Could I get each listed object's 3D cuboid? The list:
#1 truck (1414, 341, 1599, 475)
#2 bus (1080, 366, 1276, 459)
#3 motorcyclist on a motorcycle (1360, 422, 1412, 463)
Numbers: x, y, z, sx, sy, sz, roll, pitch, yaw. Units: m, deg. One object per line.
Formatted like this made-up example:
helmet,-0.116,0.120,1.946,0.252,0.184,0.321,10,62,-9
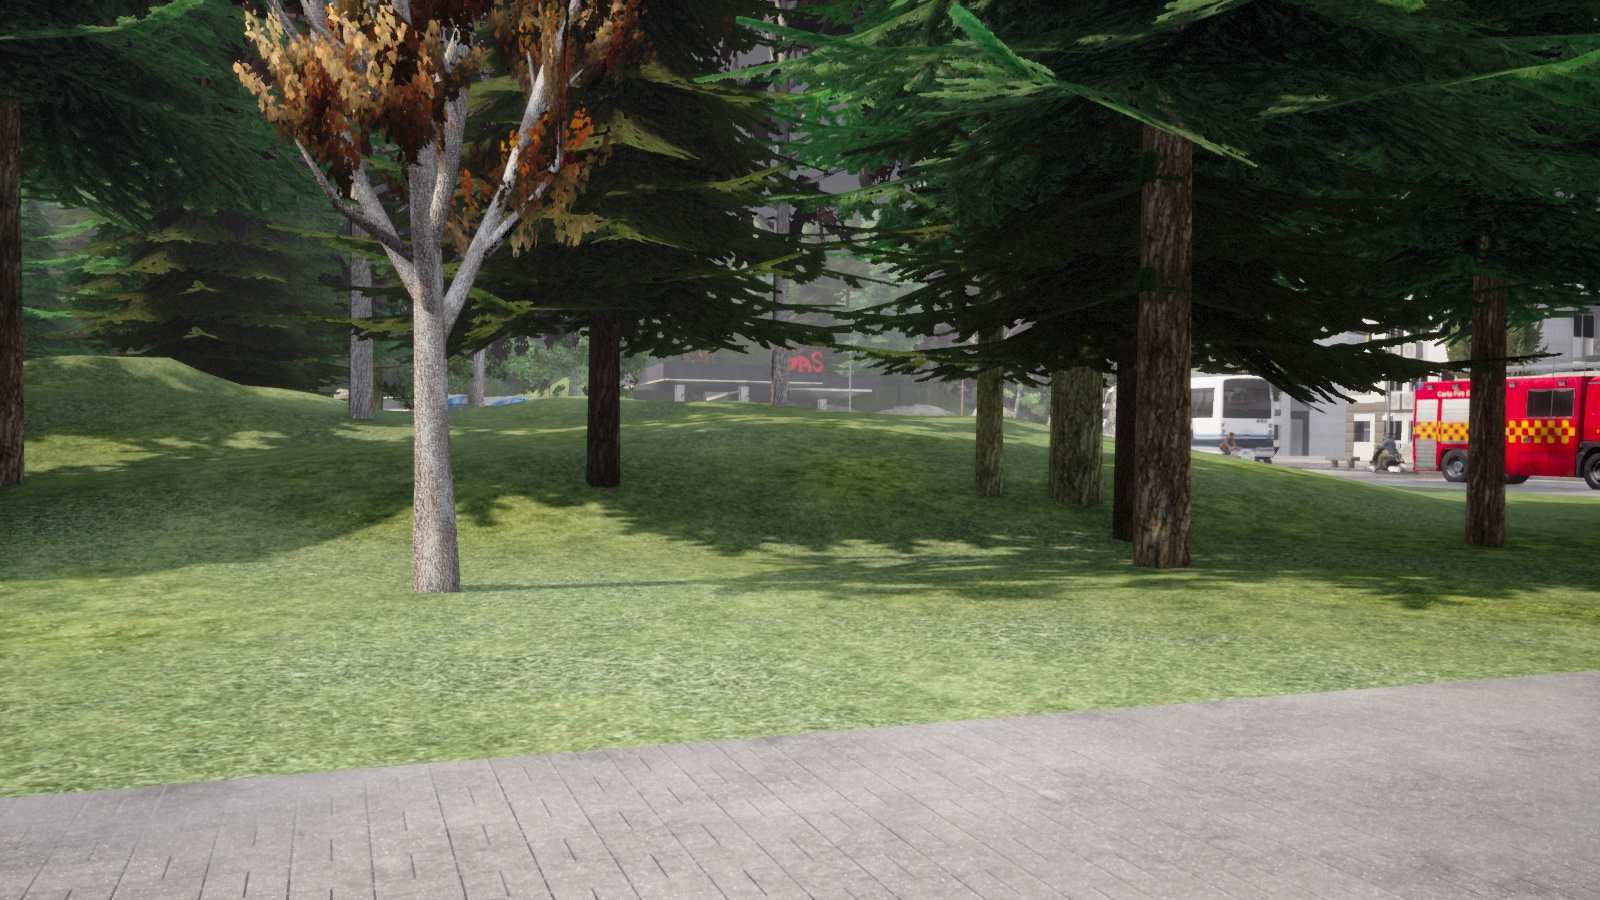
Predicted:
truck,23.339,-1.245,38.456,2.891,3.827,8.468,-1,1,-20
bus,18.572,-1.800,62.768,3.944,4.253,10.273,-1,1,-20
motorcyclist on a motorcycle,23.329,-0.314,50.026,0.866,1.590,1.817,-1,1,-20
